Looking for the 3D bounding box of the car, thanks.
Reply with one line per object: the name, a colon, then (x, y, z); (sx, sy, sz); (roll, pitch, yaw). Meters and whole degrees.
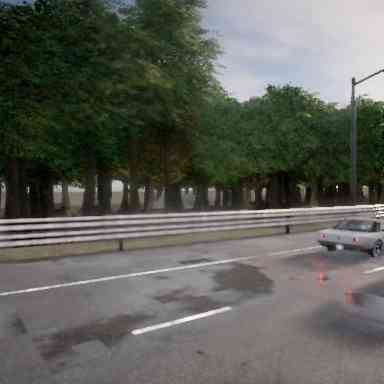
car: (7.129, 1.698, 13.228); (4.718, 1.301, 1.895); (0, 0, -35)
